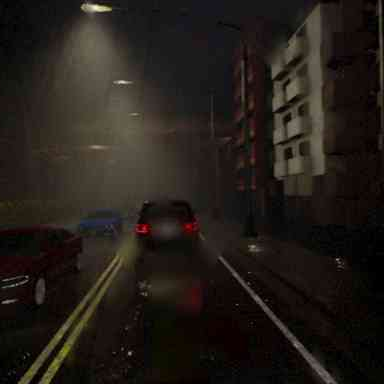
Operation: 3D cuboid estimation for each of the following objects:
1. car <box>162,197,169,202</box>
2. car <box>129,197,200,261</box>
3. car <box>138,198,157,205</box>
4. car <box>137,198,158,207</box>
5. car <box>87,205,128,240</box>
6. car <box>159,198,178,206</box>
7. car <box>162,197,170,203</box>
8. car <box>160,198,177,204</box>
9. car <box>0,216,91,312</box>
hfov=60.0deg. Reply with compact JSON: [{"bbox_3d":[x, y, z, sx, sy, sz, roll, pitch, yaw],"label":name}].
[{"bbox_3d":[-7.366,2.047,93.708,1.853,1.218,4.536,-1,0,-5],"label":"car"},{"bbox_3d":[-0.960,1.317,13.041,2.150,2.045,5.566,-1,0,-4],"label":"car"},{"bbox_3d":[-8.978,1.929,67.195,1.853,1.218,4.536,-2,0,20],"label":"car"},{"bbox_3d":[-8.991,2.086,67.145,2.038,1.542,4.974,-2,0,20],"label":"car"},{"bbox_3d":[-4.963,1.712,18.559,1.882,1.535,5.008,-1,0,-5],"label":"car"},{"bbox_3d":[-4.821,1.978,67.178,2.038,1.542,4.974,-1,0,-25],"label":"car"},{"bbox_3d":[-7.357,2.204,93.655,2.038,1.542,4.974,-1,0,-5],"label":"car"},{"bbox_3d":[-4.848,1.821,67.226,1.853,1.218,4.536,-1,0,-25],"label":"car"},{"bbox_3d":[-4.127,1.628,8.290,1.882,1.535,5.008,-1,0,-5],"label":"car"}]
